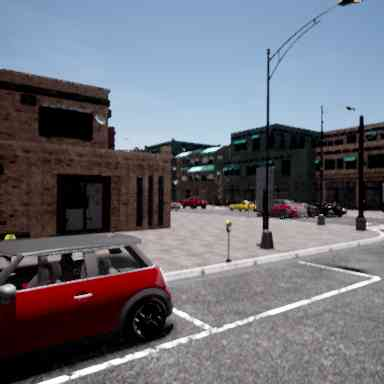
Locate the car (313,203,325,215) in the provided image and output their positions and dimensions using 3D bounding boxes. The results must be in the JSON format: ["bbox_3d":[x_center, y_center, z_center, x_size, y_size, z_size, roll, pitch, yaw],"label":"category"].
[{"bbox_3d":[9.817,1.672,32.759,2.033,1.411,5.357,1,-1,-35],"label":"car"}]

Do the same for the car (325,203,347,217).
[{"bbox_3d":[12.967,1.703,32.680,1.947,1.339,4.313,0,-1,-35],"label":"car"}]

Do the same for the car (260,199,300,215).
[{"bbox_3d":[9.802,1.630,37.239,1.967,1.590,4.097,0,-1,-35],"label":"car"}]

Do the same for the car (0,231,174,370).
[{"bbox_3d":[-2.384,1.438,4.843,4.097,1.590,1.967,0,1,-35],"label":"car"}]

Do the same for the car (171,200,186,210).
[{"bbox_3d":[-3.339,1.737,46.040,1.882,1.535,5.008,1,-1,-35],"label":"car"}]

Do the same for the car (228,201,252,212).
[{"bbox_3d":[6.540,1.770,41.934,1.752,1.417,4.829,0,-1,-35],"label":"car"}]

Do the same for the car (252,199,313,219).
[{"bbox_3d":[8.002,1.423,29.690,2.097,1.767,4.553,1,-1,-35],"label":"car"}]

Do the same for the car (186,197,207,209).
[{"bbox_3d":[0.307,1.663,50.910,2.192,1.841,5.009,0,-1,-35],"label":"car"}]
